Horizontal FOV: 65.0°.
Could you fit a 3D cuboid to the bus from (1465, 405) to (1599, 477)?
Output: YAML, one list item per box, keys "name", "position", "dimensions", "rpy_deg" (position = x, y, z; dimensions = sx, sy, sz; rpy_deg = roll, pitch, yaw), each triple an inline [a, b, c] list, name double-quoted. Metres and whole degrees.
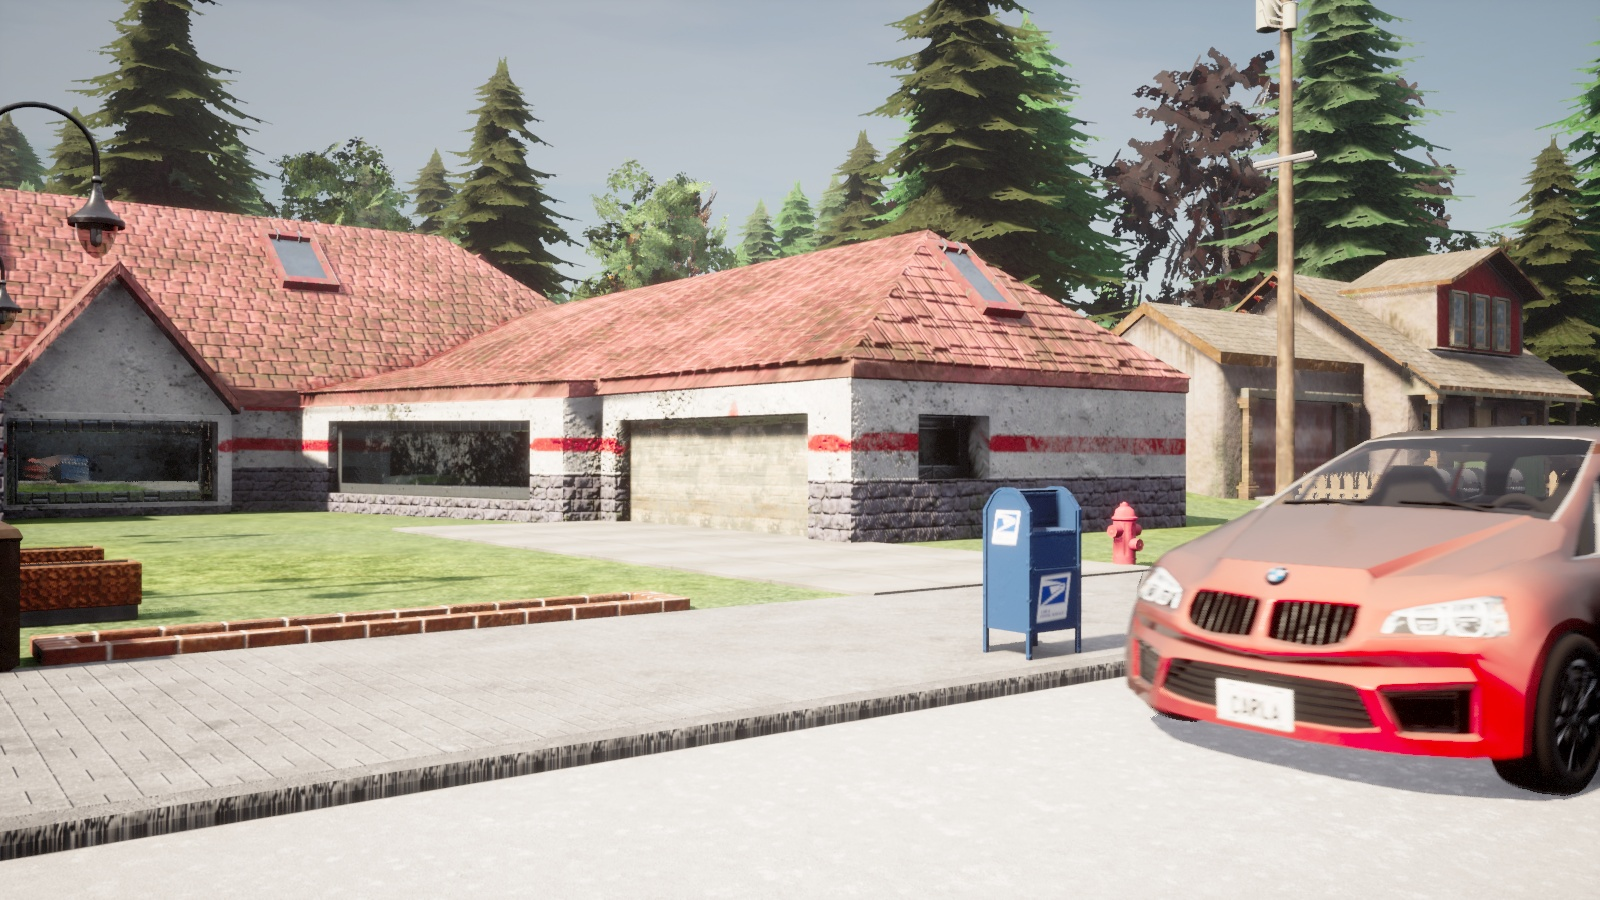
- name: "bus"
  position: [47.497, -0.542, 77.922]
  dimensions: [3.944, 4.253, 10.273]
  rpy_deg: [0, 0, -37]

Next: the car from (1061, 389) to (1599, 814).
- name: "car"
  position: [3.916, 0.598, 7.219]
  dimensions: [4.611, 1.667, 2.242]
  rpy_deg: [0, 0, -37]
